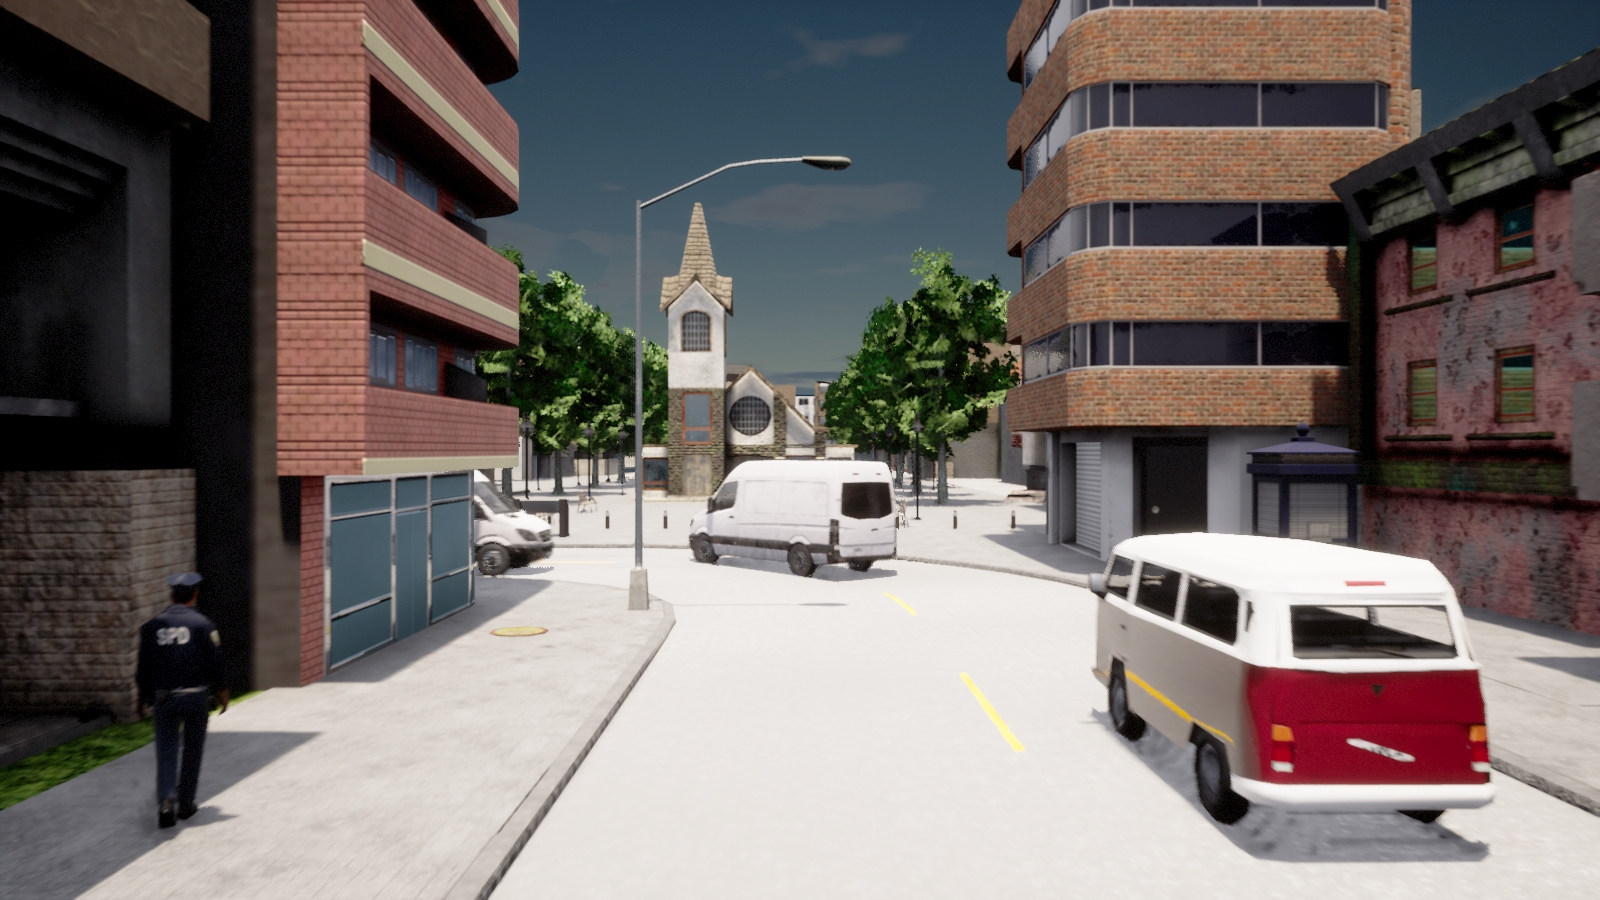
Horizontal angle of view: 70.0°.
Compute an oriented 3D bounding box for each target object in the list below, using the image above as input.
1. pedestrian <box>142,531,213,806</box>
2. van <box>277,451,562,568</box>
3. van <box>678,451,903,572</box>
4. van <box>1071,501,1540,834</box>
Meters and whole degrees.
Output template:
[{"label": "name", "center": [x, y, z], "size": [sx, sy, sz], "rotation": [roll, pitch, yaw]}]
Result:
[{"label": "pedestrian", "center": [-4.404, 1.523, 8.096], "size": [0.375, 1.860, 0.375], "rotation": [0, 0, -17]}, {"label": "van", "center": [-8.651, 1.315, 26.299], "size": [5.915, 2.561, 1.988], "rotation": [0, 0, 3]}, {"label": "van", "center": [-0.389, 1.316, 27.143], "size": [1.988, 2.561, 5.915], "rotation": [1, -1, -40]}, {"label": "van", "center": [3.935, 1.562, 9.923], "size": [2.069, 2.038, 4.480], "rotation": [0, 0, 0]}]
